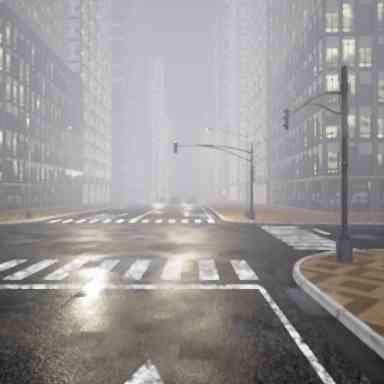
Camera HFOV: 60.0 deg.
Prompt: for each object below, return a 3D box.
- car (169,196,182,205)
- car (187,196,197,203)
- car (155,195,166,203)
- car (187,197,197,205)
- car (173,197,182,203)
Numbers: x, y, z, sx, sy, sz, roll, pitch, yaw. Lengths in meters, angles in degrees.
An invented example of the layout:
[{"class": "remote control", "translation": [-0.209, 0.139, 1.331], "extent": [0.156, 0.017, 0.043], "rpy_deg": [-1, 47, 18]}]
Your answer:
[{"class": "car", "translation": [-3.242, 1.594, 64.439], "extent": [2.097, 1.767, 4.553], "rpy_deg": [0, 0, 0]}, {"class": "car", "translation": [0.010, 1.705, 74.886], "extent": [1.994, 1.385, 4.181], "rpy_deg": [0, 0, 0]}, {"class": "car", "translation": [-6.491, 1.461, 68.637], "extent": [2.128, 1.511, 4.902], "rpy_deg": [0, 0, 0]}, {"class": "car", "translation": [0.009, 1.846, 64.913], "extent": [1.895, 1.301, 4.718], "rpy_deg": [0, 0, 0]}, {"class": "car", "translation": [-3.240, 1.729, 74.499], "extent": [1.895, 1.301, 4.718], "rpy_deg": [0, 0, 0]}]
